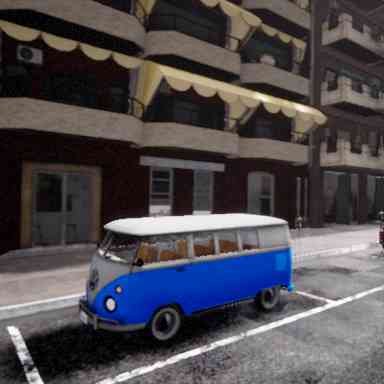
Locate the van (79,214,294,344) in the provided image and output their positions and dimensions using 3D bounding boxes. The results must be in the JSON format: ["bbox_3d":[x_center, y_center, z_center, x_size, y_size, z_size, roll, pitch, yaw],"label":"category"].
[{"bbox_3d":[0.120,1.342,6.153,3.998,1.788,1.690,0,1,-35],"label":"van"}]

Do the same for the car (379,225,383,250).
[{"bbox_3d":[9.130,1.323,12.569,5.009,1.841,2.192,0,1,-35],"label":"car"}]
